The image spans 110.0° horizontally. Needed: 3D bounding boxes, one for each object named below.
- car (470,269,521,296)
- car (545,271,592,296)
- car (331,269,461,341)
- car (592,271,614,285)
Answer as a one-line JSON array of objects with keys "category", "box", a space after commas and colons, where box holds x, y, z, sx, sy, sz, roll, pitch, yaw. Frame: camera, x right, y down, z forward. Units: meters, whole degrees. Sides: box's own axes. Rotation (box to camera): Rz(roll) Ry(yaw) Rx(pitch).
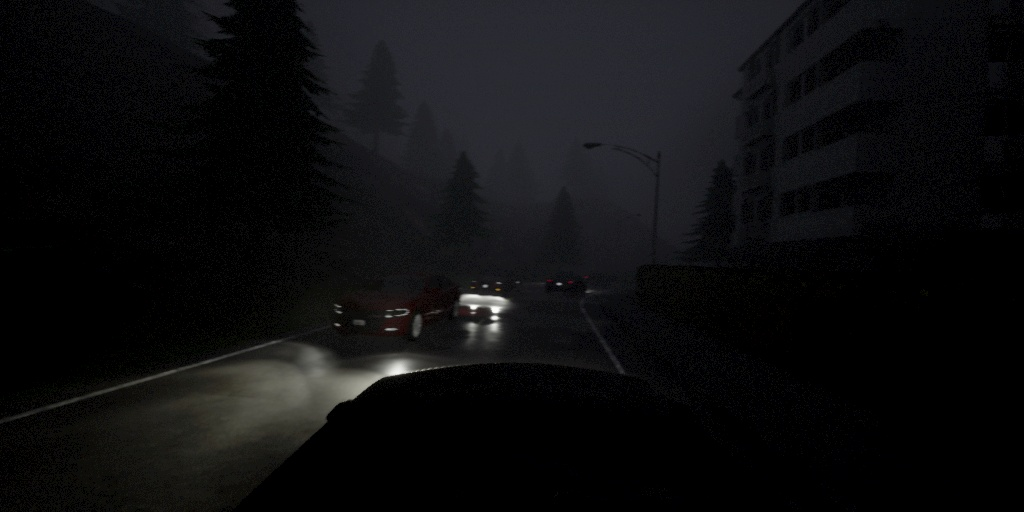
[{"category": "car", "box": [-0.829, 1.462, 20.930, 1.994, 1.385, 4.181, 3, -1, 17]}, {"category": "car", "box": [3.653, 1.743, 23.615, 1.994, 1.385, 4.181, 3, -1, 23]}, {"category": "car", "box": [-2.829, 1.151, 9.910, 1.882, 1.535, 5.008, 3, -1, 8]}, {"category": "car", "box": [8.173, 2.161, 36.021, 4.718, 1.301, 1.895, 4, -1, -43]}]
